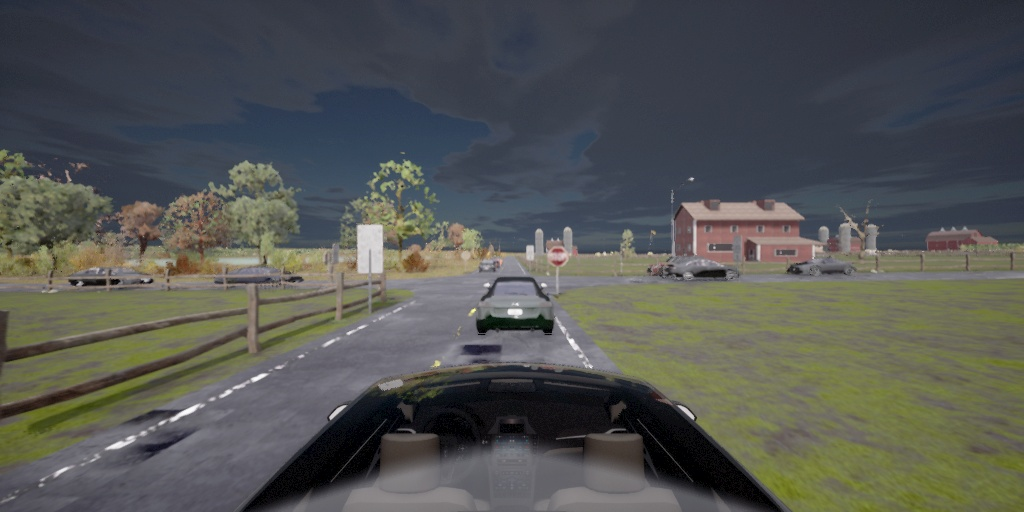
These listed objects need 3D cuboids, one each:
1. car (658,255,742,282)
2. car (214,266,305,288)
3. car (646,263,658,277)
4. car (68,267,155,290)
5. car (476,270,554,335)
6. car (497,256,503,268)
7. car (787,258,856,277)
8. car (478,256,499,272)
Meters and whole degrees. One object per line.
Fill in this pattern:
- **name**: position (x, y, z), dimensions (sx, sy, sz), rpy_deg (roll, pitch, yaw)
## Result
- **car**: position (13.132, 0.938, 24.768), dimensions (4.902, 1.511, 2.128), rpy_deg (-1, 1, 0)
- **car**: position (-17.575, 1.425, 25.017), dimensions (5.357, 1.411, 2.033), rpy_deg (-1, 1, 1)
- **car**: position (12.826, 0.765, 27.765), dimensions (4.553, 1.767, 2.097), rpy_deg (-1, 1, 2)
- **car**: position (-28.024, 1.511, 25.211), dimensions (4.902, 1.511, 2.128), rpy_deg (-1, 1, 2)
- **car**: position (0.096, 1.273, 10.424), dimensions (1.994, 1.385, 4.181), rpy_deg (0, 0, 1)
- **car**: position (-2.800, 1.080, 52.033), dimensions (1.994, 1.385, 4.181), rpy_deg (0, 0, 2)
- **car**: position (23.746, 0.819, 27.622), dimensions (4.181, 1.385, 1.994), rpy_deg (-1, 1, 1)
- **car**: position (-2.833, 1.088, 42.070), dimensions (1.812, 1.442, 4.674), rpy_deg (0, 0, 0)
